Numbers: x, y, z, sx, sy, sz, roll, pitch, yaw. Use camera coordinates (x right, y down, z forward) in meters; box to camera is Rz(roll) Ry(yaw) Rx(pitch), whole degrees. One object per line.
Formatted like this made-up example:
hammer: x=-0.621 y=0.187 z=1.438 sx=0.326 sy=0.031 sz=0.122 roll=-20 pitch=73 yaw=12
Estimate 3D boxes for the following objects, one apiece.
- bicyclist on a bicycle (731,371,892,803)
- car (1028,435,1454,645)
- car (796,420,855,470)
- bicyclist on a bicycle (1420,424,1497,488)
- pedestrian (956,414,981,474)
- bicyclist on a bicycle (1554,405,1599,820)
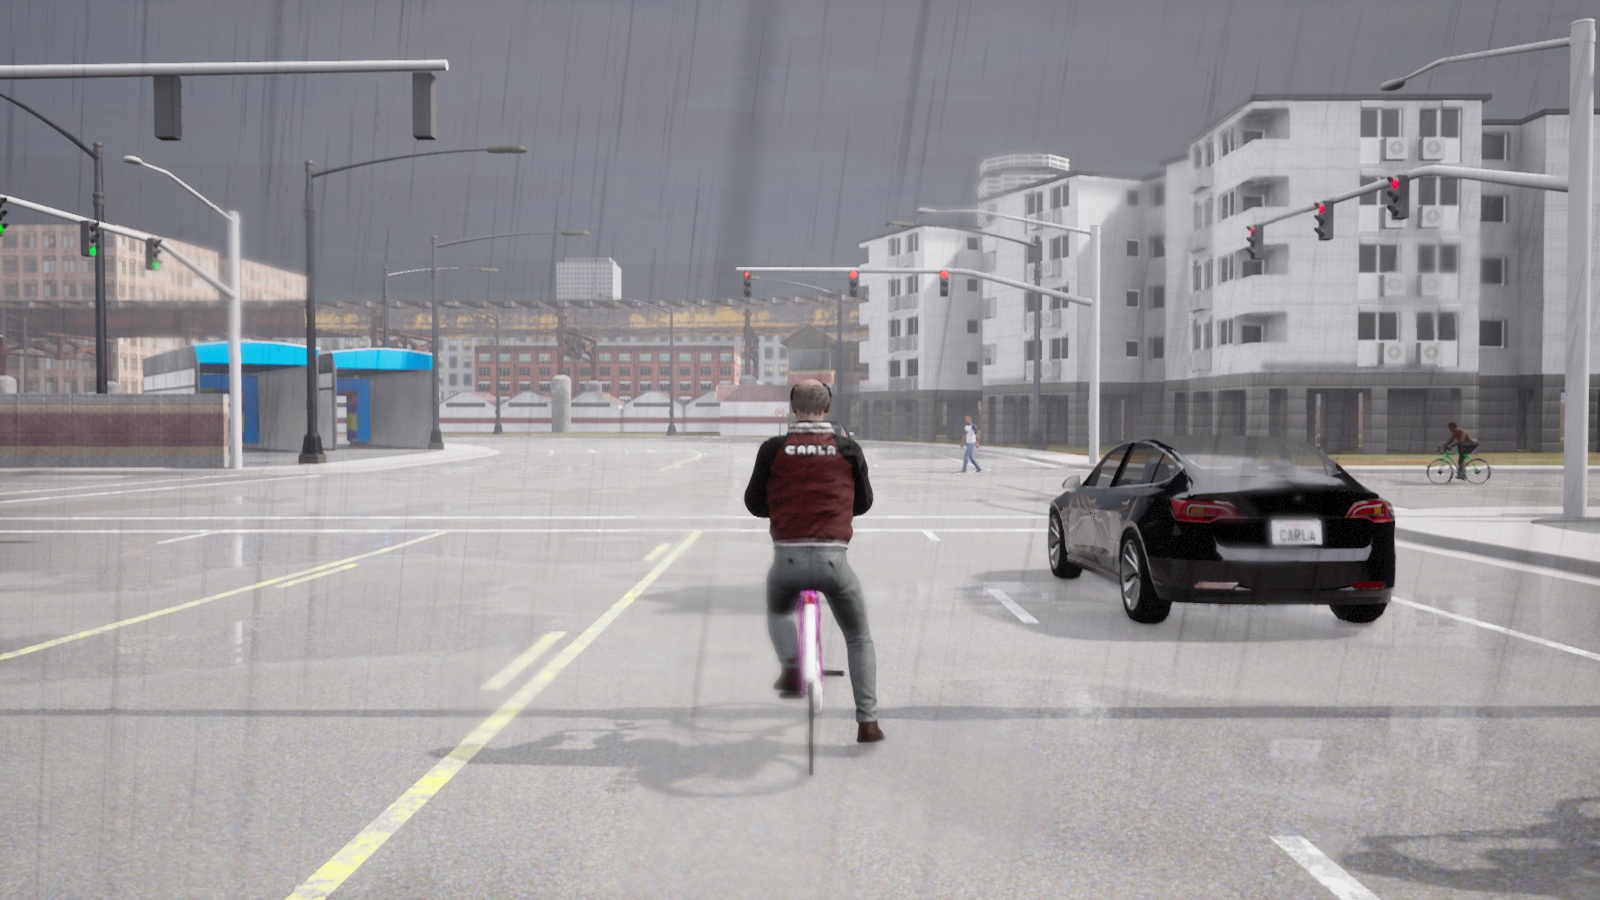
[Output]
bicyclist on a bicycle: x=0.051 y=0.551 z=6.082 sx=0.659 sy=1.776 sz=1.843 roll=0 pitch=1 yaw=0
car: x=3.586 y=0.611 z=11.365 sx=2.163 sy=1.488 sz=4.792 roll=0 pitch=1 yaw=0
car: x=0.910 y=-0.206 z=42.598 sx=1.851 sy=1.617 sz=3.988 roll=0 pitch=1 yaw=4
bicyclist on a bicycle: x=16.800 y=0.144 z=32.077 sx=1.656 sy=1.620 sz=0.582 roll=-1 pitch=2 yaw=-1
pedestrian: x=5.209 y=-0.203 z=38.817 sx=0.706 sy=1.836 sz=0.354 roll=-1 pitch=2 yaw=-29
bicyclist on a bicycle: x=3.537 y=0.639 z=4.411 sx=0.866 sy=1.612 sz=1.509 roll=0 pitch=1 yaw=1
